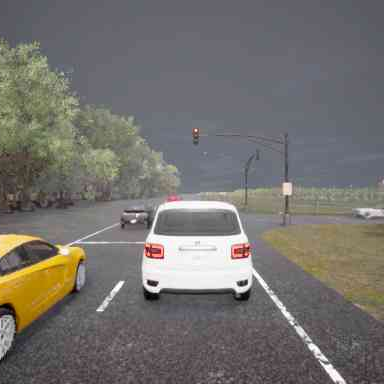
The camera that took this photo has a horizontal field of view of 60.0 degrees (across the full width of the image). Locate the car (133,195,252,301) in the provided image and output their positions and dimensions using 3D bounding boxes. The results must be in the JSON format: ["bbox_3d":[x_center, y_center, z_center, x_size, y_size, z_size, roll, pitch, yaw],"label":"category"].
[{"bbox_3d":[0.102,1.224,8.493,2.150,2.045,5.566,0,0,0],"label":"car"}]

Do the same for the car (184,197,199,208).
[{"bbox_3d":[-0.020,1.554,49.425,2.033,1.411,5.357,0,0,2],"label":"car"}]

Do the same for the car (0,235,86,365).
[{"bbox_3d":[-3.400,1.479,5.788,1.882,1.535,5.008,0,0,0],"label":"car"}]

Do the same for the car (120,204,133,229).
[{"bbox_3d":[-3.399,1.499,21.845,2.128,1.511,4.902,0,0,0],"label":"car"}]

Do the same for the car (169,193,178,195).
[{"bbox_3d":[-3.397,1.225,62.210,2.150,2.045,5.566,0,0,0],"label":"car"}]

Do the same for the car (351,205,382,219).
[{"bbox_3d":[17.726,1.853,31.543,4.718,1.301,1.895,1,-1,1],"label":"car"}]

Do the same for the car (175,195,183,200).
[{"bbox_3d":[-3.495,1.553,92.467,1.994,1.385,4.181,0,0,0],"label":"car"}]
